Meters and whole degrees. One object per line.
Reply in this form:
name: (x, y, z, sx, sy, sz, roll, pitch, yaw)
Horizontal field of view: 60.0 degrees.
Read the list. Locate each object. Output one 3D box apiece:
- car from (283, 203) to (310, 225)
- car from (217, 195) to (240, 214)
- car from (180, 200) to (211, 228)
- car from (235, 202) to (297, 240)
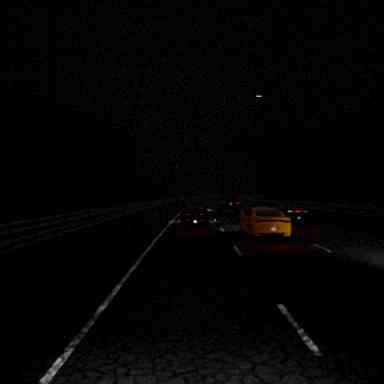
car: (7.267, 1.546, 24.875, 2.128, 1.511, 4.902, 0, 0, 1)
car: (4.034, 1.325, 36.612, 2.150, 2.045, 5.566, 0, 0, 2)
car: (0.227, 1.551, 22.568, 1.837, 1.490, 4.892, 0, 0, 1)
car: (3.662, 1.509, 17.345, 1.882, 1.535, 5.008, 0, 0, 1)
